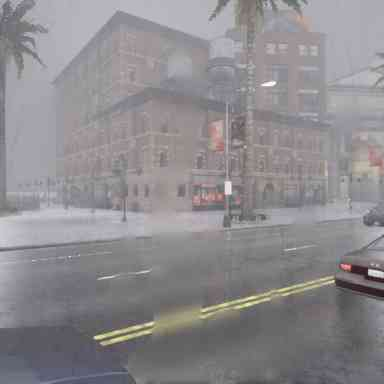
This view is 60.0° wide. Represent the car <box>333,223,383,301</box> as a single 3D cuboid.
[{"bbox_3d":[5.435,1.547,7.572,5.357,1.411,2.033,0,0,-35],"label":"car"}]

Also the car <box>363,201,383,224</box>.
[{"bbox_3d":[13.201,1.351,21.757,4.553,1.767,2.097,0,0,-35],"label":"car"}]

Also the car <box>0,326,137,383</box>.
[{"bbox_3d":[-2.867,1.547,1.640,5.357,1.411,2.033,0,0,-37],"label":"car"}]
